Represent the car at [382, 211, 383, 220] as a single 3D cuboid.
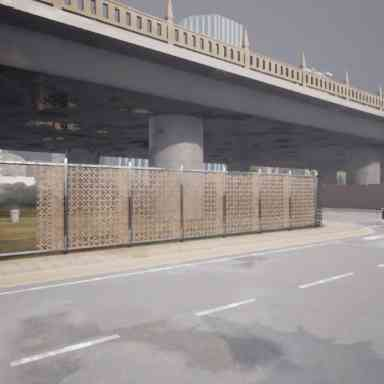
[{"bbox_3d":[14.033,1.490,20.447,2.128,1.511,4.902,0,0,-10],"label":"car"}]
